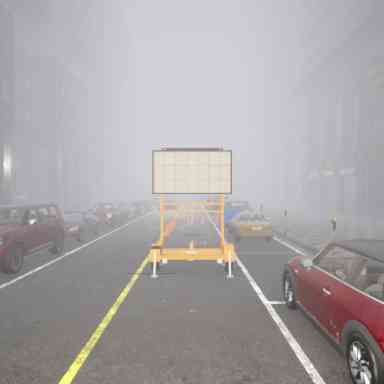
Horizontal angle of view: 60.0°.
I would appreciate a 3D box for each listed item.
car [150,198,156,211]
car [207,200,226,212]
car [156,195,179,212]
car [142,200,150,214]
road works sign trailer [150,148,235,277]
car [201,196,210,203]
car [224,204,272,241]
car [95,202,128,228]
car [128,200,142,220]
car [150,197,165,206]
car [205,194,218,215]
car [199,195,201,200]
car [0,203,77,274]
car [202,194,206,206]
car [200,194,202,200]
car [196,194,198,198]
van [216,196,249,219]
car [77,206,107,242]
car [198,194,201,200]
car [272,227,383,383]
[{"bbox_3d":[-5.735,1.572,38.729,1.947,1.339,4.313,0,0,0],"label":"car"},{"bbox_3d":[2.790,1.588,38.735,1.802,1.307,4.206,0,0,0],"label":"car"},{"bbox_3d":[-2.968,1.484,39.898,1.882,1.535,5.008,0,0,0],"label":"car"},{"bbox_3d":[-5.739,1.569,33.127,1.947,1.339,4.313,0,0,0],"label":"car"},{"bbox_3d":[0.007,0.464,10.170,2.380,3.560,2.880,0,0,0],"label":"road works sign trailer"},{"bbox_3d":[2.817,1.610,72.345,1.802,1.307,4.206,0,0,0],"label":"car"},{"bbox_3d":[2.773,1.525,16.499,1.752,1.417,4.829,0,0,0],"label":"car"},{"bbox_3d":[-5.748,1.440,21.923,1.967,1.590,4.097,0,0,0],"label":"car"},{"bbox_3d":[-5.743,1.552,27.525,2.008,1.369,4.403,0,0,0],"label":"car"},{"bbox_3d":[-5.722,1.561,55.536,1.887,1.381,4.507,0,0,0],"label":"car"},{"bbox_3d":[2.785,1.319,33.133,2.192,1.841,5.009,0,0,0],"label":"car"},{"bbox_3d":[2.808,1.586,61.142,1.947,1.339,4.313,0,0,0],"label":"car"},{"bbox_3d":[-5.757,1.314,10.719,2.192,1.841,5.009,0,0,0],"label":"car"},{"bbox_3d":[2.794,1.324,44.337,2.192,1.841,5.009,0,0,0],"label":"car"},{"bbox_3d":[2.803,1.456,55.540,1.967,1.590,4.097,0,0,0],"label":"car"},{"bbox_3d":[2.830,1.584,89.150,1.887,1.381,4.507,0,0,0],"label":"car"},{"bbox_3d":[2.776,1.342,21.930,1.690,1.788,3.998,0,0,0],"label":"van"},{"bbox_3d":[-5.752,1.582,16.321,1.802,1.307,4.206,0,0,0],"label":"car"},{"bbox_3d":[2.812,1.464,66.743,1.967,1.590,4.097,0,0,0],"label":"car"},{"bbox_3d":[2.764,1.440,5.124,1.967,1.590,4.097,0,0,0],"label":"car"}]
